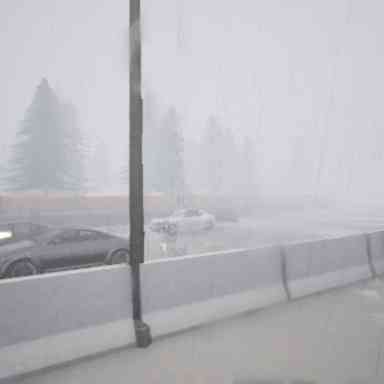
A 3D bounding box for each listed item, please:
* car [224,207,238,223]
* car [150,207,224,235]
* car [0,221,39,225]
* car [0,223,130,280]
[{"bbox_3d":[1.937,1.925,27.743,4.181,1.385,1.994,0,-1,-40],"label":"car"},{"bbox_3d":[-0.468,1.821,21.222,4.674,1.442,1.812,0,-1,-39],"label":"car"},{"bbox_3d":[-6.753,1.781,12.124,5.357,1.411,2.033,0,-1,-35],"label":"car"},{"bbox_3d":[-3.828,1.740,9.946,4.181,1.385,1.994,0,-1,-36],"label":"car"}]
